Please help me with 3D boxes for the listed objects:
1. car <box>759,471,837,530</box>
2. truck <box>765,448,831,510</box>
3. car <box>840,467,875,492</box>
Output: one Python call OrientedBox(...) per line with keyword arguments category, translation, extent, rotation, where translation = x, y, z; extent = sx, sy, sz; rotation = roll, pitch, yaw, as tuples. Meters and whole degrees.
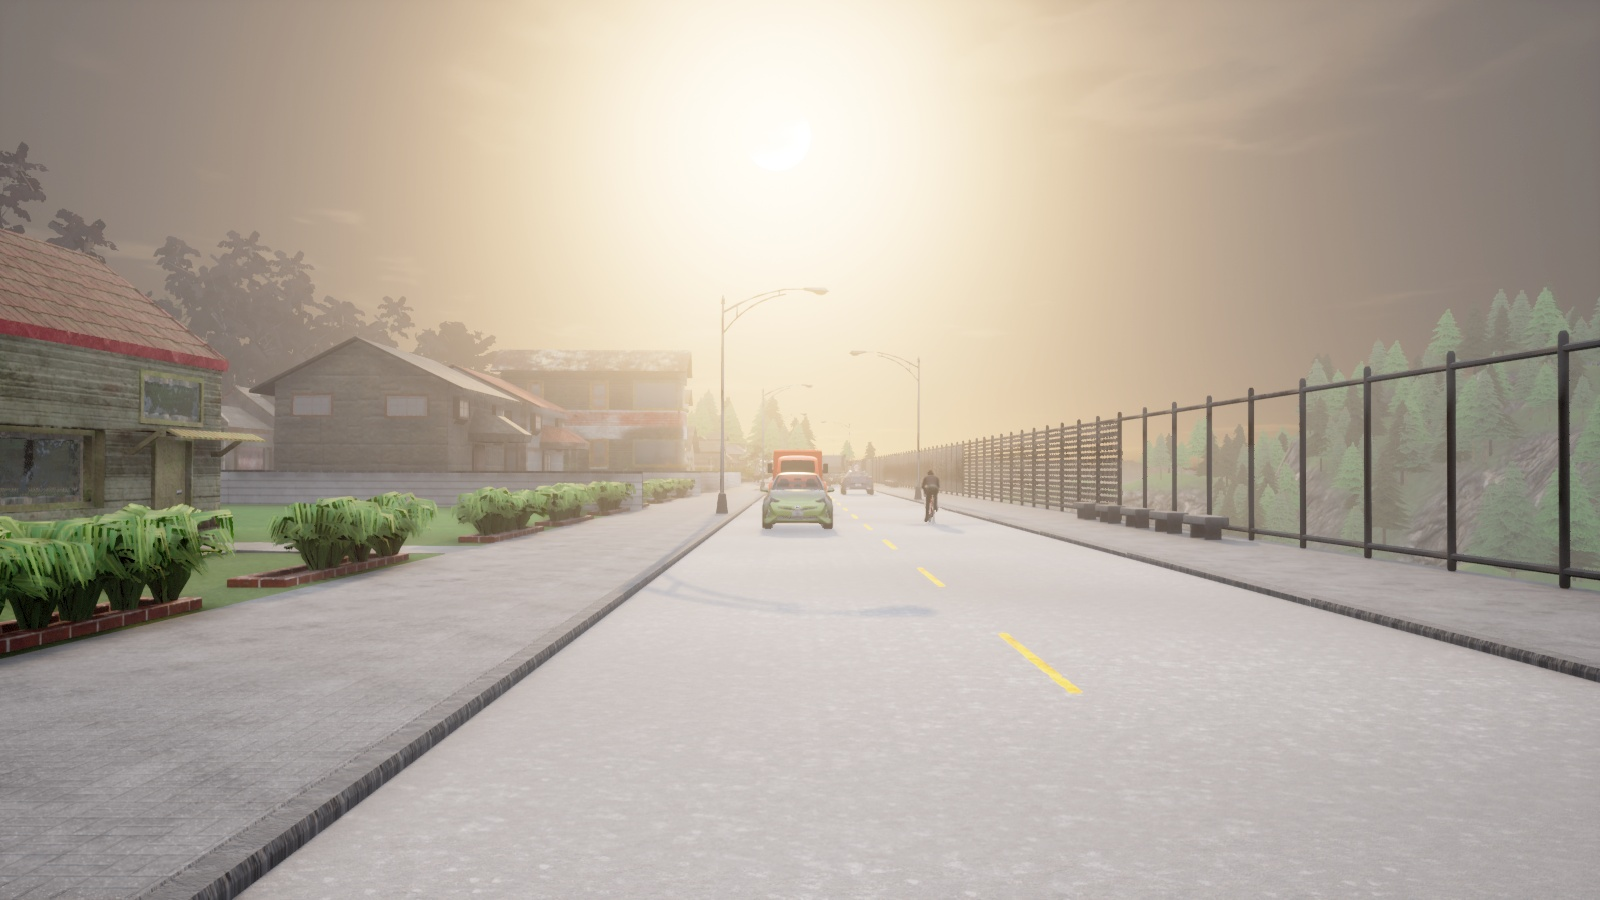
OrientedBox(category="car", translation=(-0.054, 1.345, 34.839), extent=(2.007, 1.525, 4.514), rotation=(0, -1, 0))
OrientedBox(category="truck", translation=(-0.090, 1.220, 53.218), extent=(2.627, 2.467, 5.204), rotation=(0, -1, 0))
OrientedBox(category="car", translation=(3.850, 2.006, 85.235), extent=(2.152, 1.651, 5.027), rotation=(0, -1, 0))
